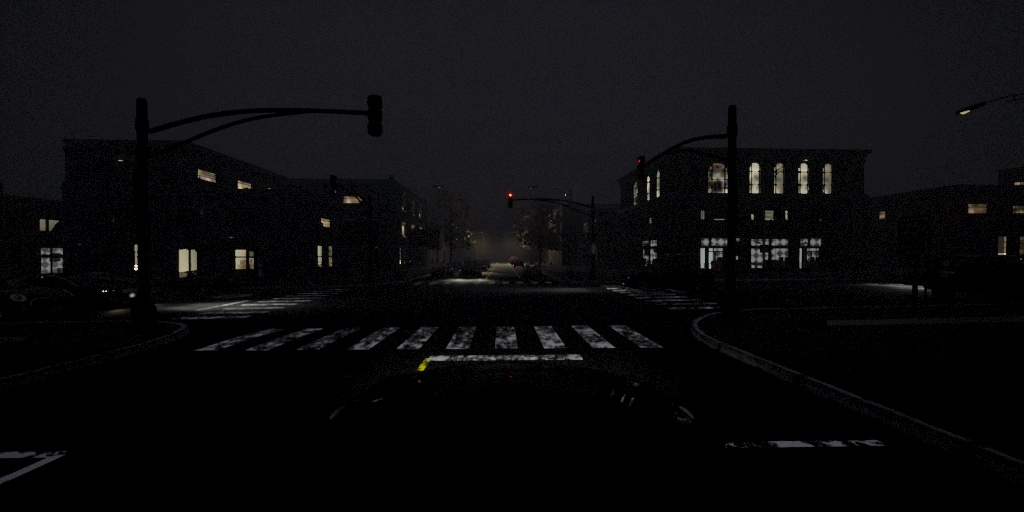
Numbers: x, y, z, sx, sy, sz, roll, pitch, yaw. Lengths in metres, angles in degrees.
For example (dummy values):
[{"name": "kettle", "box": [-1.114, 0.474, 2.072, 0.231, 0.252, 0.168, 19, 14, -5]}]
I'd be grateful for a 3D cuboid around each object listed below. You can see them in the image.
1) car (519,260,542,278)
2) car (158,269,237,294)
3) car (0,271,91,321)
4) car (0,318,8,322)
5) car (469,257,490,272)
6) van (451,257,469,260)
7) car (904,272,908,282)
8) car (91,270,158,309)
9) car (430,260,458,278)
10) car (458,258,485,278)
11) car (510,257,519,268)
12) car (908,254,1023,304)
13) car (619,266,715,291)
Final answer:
[{"name": "car", "box": [1.874, 1.269, 33.999, 1.751, 1.417, 4.829, 0, 0, -1]}, {"name": "car", "box": [-18.683, 1.474, 21.109, 4.313, 1.339, 1.948, 0, 0, -2]}, {"name": "car", "box": [-18.349, 1.422, 12.769, 4.097, 1.591, 1.967, 0, 0, -3]}, {"name": "car", "box": [-5.661, 1.295, 1.105, 1.888, 1.381, 4.507, 0, 0, -1]}, {"name": "car", "box": [-4.235, 1.219, 46.294, 1.882, 1.535, 5.008, 0, 0, -1]}, {"name": "van", "box": [-6.785, 1.082, 44.702, 1.690, 1.789, 3.998, 0, 0, -1]}, {"name": "car", "box": [25.247, 0.931, 20.429, 4.674, 1.442, 1.812, -1, 1, -2]}, {"name": "car", "box": [-18.778, 1.455, 15.303, 4.902, 1.511, 2.128, -1, 1, -3]}, {"name": "car", "box": [-6.499, 1.326, 33.614, 1.802, 1.307, 4.207, 0, 0, -1]}, {"name": "car", "box": [-3.928, 1.221, 34.440, 1.882, 1.535, 5.008, 0, 0, -2]}, {"name": "car", "box": [1.164, 1.288, 61.552, 2.007, 1.370, 4.403, 0, 0, -1]}, {"name": "car", "box": [19.639, 0.842, 14.395, 5.009, 1.841, 2.192, 0, 0, -3]}, {"name": "car", "box": [8.482, 1.205, 20.065, 4.718, 1.301, 1.895, -1, 1, 2]}]
